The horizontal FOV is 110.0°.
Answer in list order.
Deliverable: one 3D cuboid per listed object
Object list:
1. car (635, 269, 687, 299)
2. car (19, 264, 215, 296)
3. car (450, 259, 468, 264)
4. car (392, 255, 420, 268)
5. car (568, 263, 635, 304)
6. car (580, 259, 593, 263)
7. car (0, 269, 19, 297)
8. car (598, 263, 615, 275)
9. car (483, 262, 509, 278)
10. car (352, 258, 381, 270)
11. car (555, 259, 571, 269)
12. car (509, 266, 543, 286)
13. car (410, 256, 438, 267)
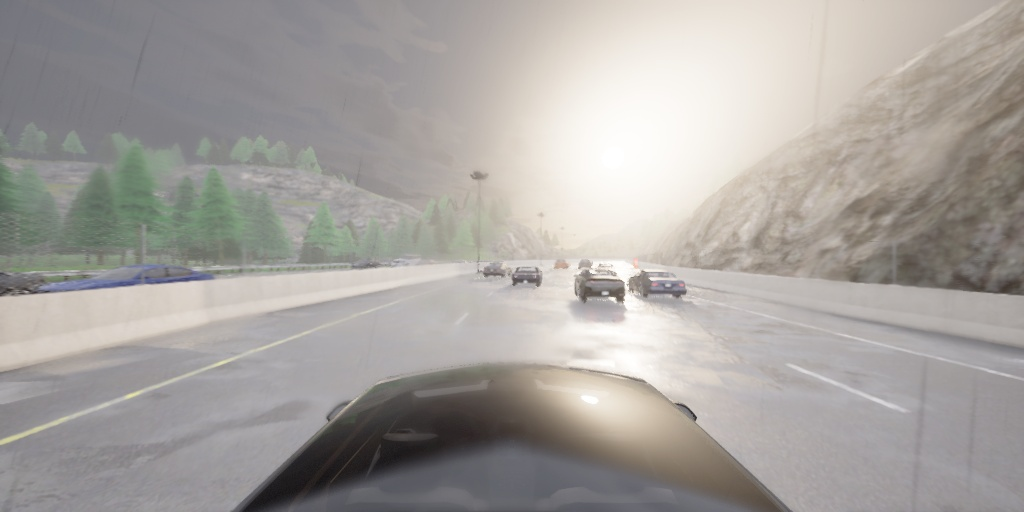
[{"bbox_3d":[7.548,1.405,19.132,2.033,1.411,5.357,1,0,7],"label":"car"},{"bbox_3d":[-13.761,1.064,13.305,1.882,1.535,5.008,1,0,3],"label":"car"},{"bbox_3d":[-7.765,1.216,52.715,1.812,1.442,4.674,1,0,14],"label":"car"},{"bbox_3d":[-15.132,0.814,52.108,2.150,2.045,5.566,1,0,14],"label":"car"},{"bbox_3d":[4.030,1.303,17.007,2.128,1.511,4.902,0,0,5],"label":"car"},{"bbox_3d":[12.459,1.301,60.089,2.097,1.767,4.553,1,0,17],"label":"car"},{"bbox_3d":[-17.379,1.031,10.555,2.128,1.511,4.902,1,0,2],"label":"car"},{"bbox_3d":[11.332,1.523,43.203,1.895,1.301,4.718,1,0,14],"label":"car"},{"bbox_3d":[-1.257,1.306,33.901,2.033,1.411,5.357,1,0,11],"label":"car"},{"bbox_3d":[-19.553,1.032,48.461,2.128,1.511,4.902,1,0,12],"label":"car"},{"bbox_3d":[8.358,1.249,58.530,2.097,1.767,4.553,1,0,17],"label":"car"},{"bbox_3d":[1.200,1.384,25.736,1.895,1.301,4.718,1,0,8],"label":"car"},{"bbox_3d":[-11.978,1.162,50.280,1.812,1.442,4.674,1,0,14],"label":"car"}]
